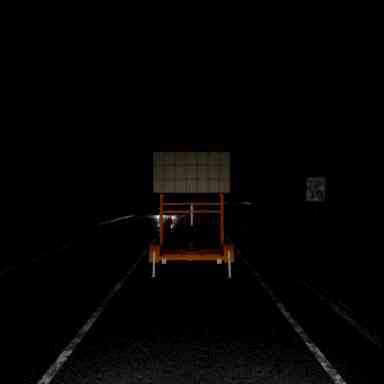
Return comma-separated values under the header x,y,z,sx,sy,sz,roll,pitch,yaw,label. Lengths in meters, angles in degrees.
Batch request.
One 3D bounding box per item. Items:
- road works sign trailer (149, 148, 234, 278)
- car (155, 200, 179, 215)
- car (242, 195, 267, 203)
x,y,z,sx,sy,sz,roll,pitch,yaw,label
-0.009,0.467,10.123,2.380,3.560,2.880,0,0,0,road works sign trailer
-2.486,1.559,34.803,2.033,1.411,5.357,0,0,5,car
12.131,1.289,63.835,5.357,1.411,2.033,-1,0,-37,car
